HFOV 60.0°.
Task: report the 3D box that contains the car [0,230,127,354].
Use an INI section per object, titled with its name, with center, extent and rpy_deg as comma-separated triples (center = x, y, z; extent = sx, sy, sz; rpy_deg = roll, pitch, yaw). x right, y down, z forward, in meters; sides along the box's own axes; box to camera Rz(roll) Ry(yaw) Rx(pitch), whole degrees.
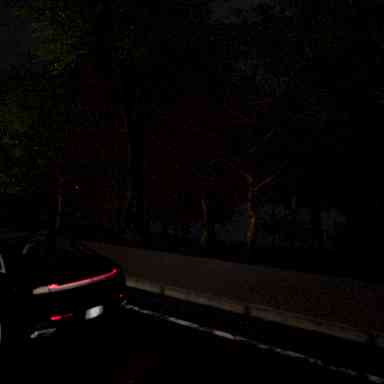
[car]
center = -3.335, 1.449, 6.063
extent = 4.902, 1.511, 2.128
rpy_deg = 0, 0, 36
